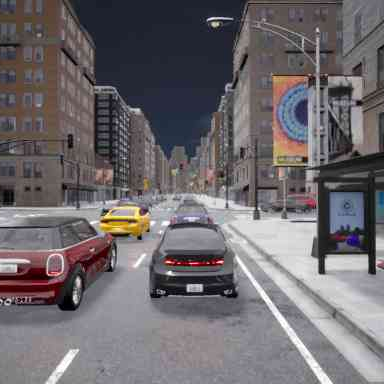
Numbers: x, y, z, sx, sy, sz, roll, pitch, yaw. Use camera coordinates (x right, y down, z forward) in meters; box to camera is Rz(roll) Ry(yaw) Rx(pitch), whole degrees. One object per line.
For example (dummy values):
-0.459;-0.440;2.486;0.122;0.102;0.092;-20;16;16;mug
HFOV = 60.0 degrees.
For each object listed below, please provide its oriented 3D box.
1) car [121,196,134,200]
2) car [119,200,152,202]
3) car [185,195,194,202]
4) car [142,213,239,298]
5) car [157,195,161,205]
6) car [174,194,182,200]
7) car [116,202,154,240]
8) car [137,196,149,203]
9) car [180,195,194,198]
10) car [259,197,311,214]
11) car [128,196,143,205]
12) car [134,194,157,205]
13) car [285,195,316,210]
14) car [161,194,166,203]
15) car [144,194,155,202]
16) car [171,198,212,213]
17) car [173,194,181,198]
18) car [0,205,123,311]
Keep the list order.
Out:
-10.197;1.585;51.362;1.994;1.385;4.181;0;0;0;car
-5.556;1.546;27.588;1.895;1.301;4.718;0;0;23;car
-0.536;1.545;79.571;2.128;1.511;4.902;0;0;0;car
0.024;1.508;8.497;1.837;1.490;4.892;0;0;-1;car
-6.986;1.547;58.911;1.812;1.442;4.674;0;0;0;car
-3.870;1.369;91.973;2.128;1.511;4.902;0;0;0;car
-3.279;1.485;17.055;1.882;1.535;5.008;0;0;-1;car
-10.227;1.617;70.230;1.895;1.301;4.718;0;0;0;car
-0.277;1.511;49.802;2.128;1.511;4.902;0;0;-1;car
9.715;1.584;35.746;4.892;1.490;1.837;0;-1;-1;car
-10.230;1.526;60.182;1.837;1.490;4.892;0;0;0;car
-6.940;1.373;50.335;2.097;1.767;4.553;0;0;0;car
11.695;1.349;39.030;5.566;2.045;2.150;0;-1;0;car
-6.968;1.586;68.919;1.994;1.385;4.181;0;0;0;car
-10.295;1.375;80.544;2.097;1.767;4.553;0;0;0;car
-0.033;1.360;17.433;2.097;1.767;4.553;0;0;0;car
-3.804;1.607;82.001;1.895;1.301;4.718;0;0;0;car
-3.220;1.355;7.927;2.097;1.767;4.553;0;0;-1;car
